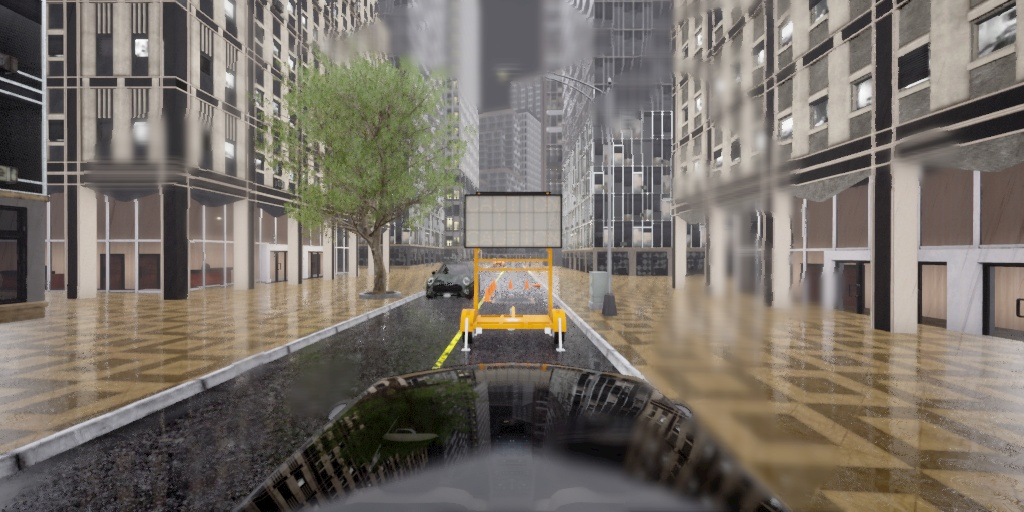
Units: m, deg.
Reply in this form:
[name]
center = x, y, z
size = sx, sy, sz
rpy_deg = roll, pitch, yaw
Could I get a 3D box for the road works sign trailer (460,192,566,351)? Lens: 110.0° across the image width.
[road works sign trailer]
center = 0.032, 0.214, 8.949
size = 2.380, 3.560, 2.880
rpy_deg = 0, 0, 0

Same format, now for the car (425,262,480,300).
[car]
center = -2.784, 1.103, 17.672
size = 2.097, 1.767, 4.553
rpy_deg = 0, 0, 0
